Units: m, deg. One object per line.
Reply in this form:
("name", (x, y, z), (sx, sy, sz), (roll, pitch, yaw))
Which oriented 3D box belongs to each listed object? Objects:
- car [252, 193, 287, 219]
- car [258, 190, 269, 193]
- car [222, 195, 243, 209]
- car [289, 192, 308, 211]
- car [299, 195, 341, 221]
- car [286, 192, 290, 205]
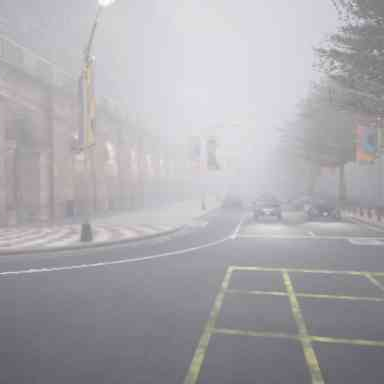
("car", (5.370, 1.052, 23.881), (2.128, 1.511, 4.902), (0, 1, 12))
("car", (7.387, 0.876, 33.594), (2.128, 1.511, 4.902), (0, 1, 11))
("car", (4.177, 0.983, 34.114), (1.895, 1.301, 4.718), (0, 1, 11))
("car", (10.391, 0.946, 30.868), (1.812, 1.442, 4.674), (0, 1, 12))
("car", (8.665, 1.135, 22.529), (1.994, 1.385, 4.181), (0, 1, 12))
("car", (12.439, 0.742, 40.990), (1.837, 1.490, 4.892), (0, 1, 11))
